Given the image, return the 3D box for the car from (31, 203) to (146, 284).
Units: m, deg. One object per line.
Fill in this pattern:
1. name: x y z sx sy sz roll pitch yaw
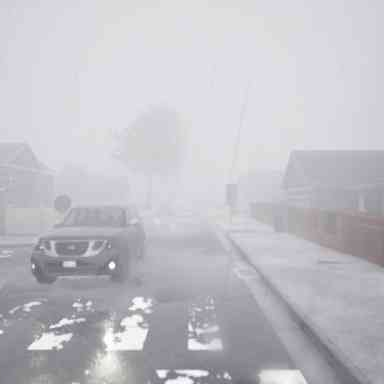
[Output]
1. car: -2.752 1.369 10.251 2.150 2.045 5.566 0 -2 0

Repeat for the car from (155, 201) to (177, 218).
1. car: -2.724 1.758 35.279 2.097 1.767 4.553 0 -1 0
